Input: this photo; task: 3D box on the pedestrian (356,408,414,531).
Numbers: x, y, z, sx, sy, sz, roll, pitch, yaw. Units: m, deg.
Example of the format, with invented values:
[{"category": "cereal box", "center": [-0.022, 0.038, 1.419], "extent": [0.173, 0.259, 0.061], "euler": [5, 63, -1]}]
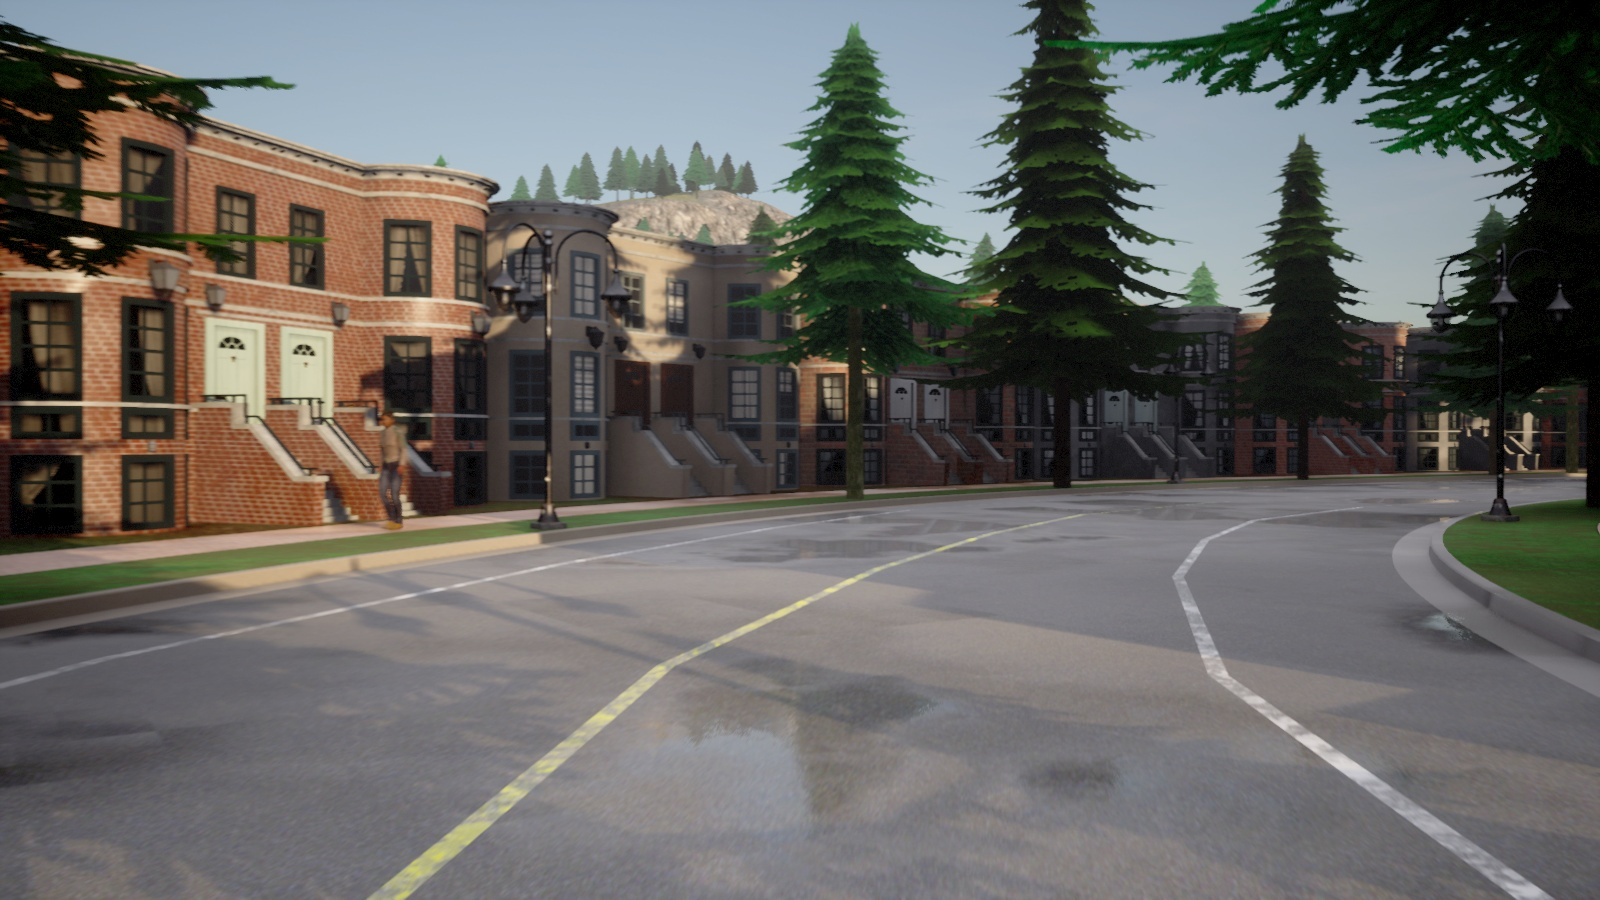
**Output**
[{"category": "pedestrian", "center": [-6.266, 0.286, 18.971], "extent": [0.328, 1.805, 0.869], "euler": [0, 0, 24]}]
